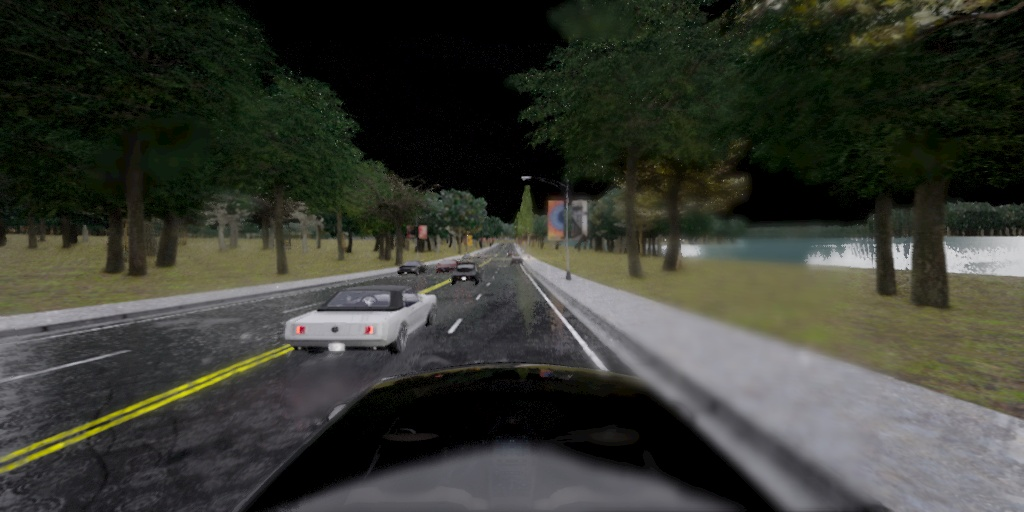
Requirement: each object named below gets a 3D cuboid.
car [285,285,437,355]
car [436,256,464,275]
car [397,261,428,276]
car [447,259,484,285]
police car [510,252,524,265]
[{"bbox_3d":[-3.152,1.360,8.685,1.895,1.301,4.718,0,0,0],"label":"car"},{"bbox_3d":[-6.591,1.072,37.336,1.882,1.535,5.008,0,1,0],"label":"car"},{"bbox_3d":[-9.846,1.162,35.880,2.033,1.411,5.357,0,1,0],"label":"car"},{"bbox_3d":[-3.153,1.220,25.886,1.837,1.490,4.892,0,0,0],"label":"car"},{"bbox_3d":[0.968,0.610,59.268,1.930,1.638,5.238,0,1,0],"label":"police car"}]
